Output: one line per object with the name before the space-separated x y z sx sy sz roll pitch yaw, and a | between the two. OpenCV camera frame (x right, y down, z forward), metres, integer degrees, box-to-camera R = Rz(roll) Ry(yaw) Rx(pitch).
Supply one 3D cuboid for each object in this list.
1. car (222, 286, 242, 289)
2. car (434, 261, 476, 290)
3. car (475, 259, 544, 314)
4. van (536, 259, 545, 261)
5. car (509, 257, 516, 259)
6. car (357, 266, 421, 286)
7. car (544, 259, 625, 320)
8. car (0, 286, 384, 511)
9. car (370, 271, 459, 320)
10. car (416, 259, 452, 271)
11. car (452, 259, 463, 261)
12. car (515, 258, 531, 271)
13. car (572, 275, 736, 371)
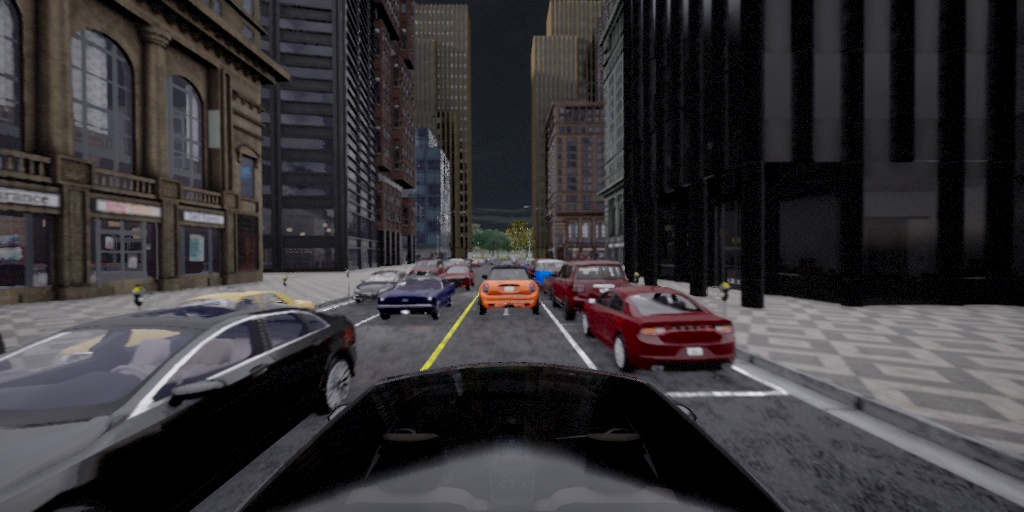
car | -5.832 1.327 7.244 1.751 1.417 4.829 0 0 -1
car | -3.462 1.314 23.193 1.882 1.535 5.008 0 0 -1
car | -0.124 1.138 14.139 2.097 1.767 4.553 0 0 -1
van | 2.423 1.138 22.823 1.690 1.789 3.998 0 0 -1
car | -0.659 1.231 43.841 2.097 1.767 4.553 0 0 -1
car | -6.018 1.385 17.184 2.007 1.370 4.403 0 0 -1
car | 2.602 1.079 12.649 2.192 1.841 5.009 0 0 -1
car | -3.122 1.263 3.229 2.128 1.511 4.902 0 0 0
car | -3.277 1.405 13.079 1.895 1.301 4.718 0 0 -1
car | -6.201 1.181 26.955 2.192 1.841 5.009 0 0 -1
car | -6.383 1.336 36.726 1.967 1.591 4.097 0 0 -1
car | 1.481 1.241 51.824 2.097 1.767 4.553 0 0 -1
car | 2.691 1.292 7.562 1.888 1.381 4.507 0 0 -1
